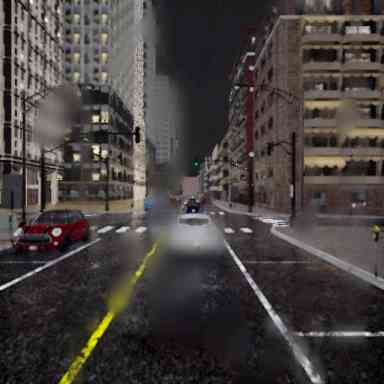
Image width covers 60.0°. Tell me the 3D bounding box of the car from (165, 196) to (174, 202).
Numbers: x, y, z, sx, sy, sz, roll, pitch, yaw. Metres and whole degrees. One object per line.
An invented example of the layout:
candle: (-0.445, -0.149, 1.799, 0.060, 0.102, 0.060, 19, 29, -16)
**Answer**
car: (-5.683, 1.718, 85.238, 1.967, 1.590, 4.097, 0, 0, 0)

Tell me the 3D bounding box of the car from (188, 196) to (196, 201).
car: (0.011, 1.683, 85.883, 1.994, 1.385, 4.181, 0, 0, 0)

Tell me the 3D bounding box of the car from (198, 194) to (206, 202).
car: (2.698, 1.614, 90.790, 2.192, 1.841, 5.009, 0, 0, 0)

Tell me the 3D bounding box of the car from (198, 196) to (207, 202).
car: (2.698, 1.829, 85.238, 2.008, 1.369, 4.403, 0, 0, 0)

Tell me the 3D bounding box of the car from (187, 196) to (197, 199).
car: (0.011, 1.760, 75.460, 2.128, 1.511, 4.902, 0, 0, 0)

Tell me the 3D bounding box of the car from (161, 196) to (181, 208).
car: (-3.072, 1.632, 50.145, 1.882, 1.535, 5.008, 0, 0, 0)

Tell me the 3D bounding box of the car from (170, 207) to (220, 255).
car: (0.102, 1.565, 13.463, 1.812, 1.442, 4.674, 0, 0, 0)

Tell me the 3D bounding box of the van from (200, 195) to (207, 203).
van: (2.697, 1.598, 79.688, 1.690, 1.788, 3.998, 0, 0, 0)

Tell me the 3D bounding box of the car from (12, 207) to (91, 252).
car: (-5.690, 1.481, 13.908, 1.967, 1.590, 4.097, 0, 0, 0)

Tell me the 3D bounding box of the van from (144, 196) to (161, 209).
van: (-5.687, 1.482, 46.382, 1.690, 1.788, 3.998, 0, 0, 0)

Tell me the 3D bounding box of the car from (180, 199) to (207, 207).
car: (0.130, 1.686, 33.045, 1.994, 1.385, 4.181, 1, 0, 0)

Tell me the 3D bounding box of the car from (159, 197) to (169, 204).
car: (-5.684, 1.743, 68.415, 1.752, 1.417, 4.829, 0, 0, 0)

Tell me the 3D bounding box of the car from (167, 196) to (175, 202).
car: (-5.682, 1.824, 90.619, 1.752, 1.417, 4.829, 0, 0, 0)

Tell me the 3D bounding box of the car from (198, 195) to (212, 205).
car: (2.695, 1.513, 63.036, 2.192, 1.841, 5.009, 0, 0, 0)
